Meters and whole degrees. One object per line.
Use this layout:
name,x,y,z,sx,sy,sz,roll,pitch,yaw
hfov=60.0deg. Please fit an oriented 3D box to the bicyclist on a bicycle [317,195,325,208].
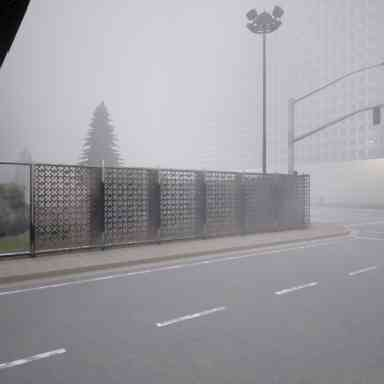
bicyclist on a bicycle,16.614,1.245,42.838,1.656,1.620,0.582,0,0,-35
